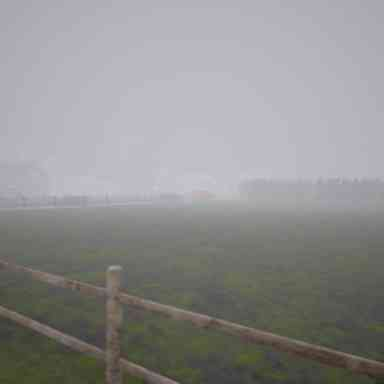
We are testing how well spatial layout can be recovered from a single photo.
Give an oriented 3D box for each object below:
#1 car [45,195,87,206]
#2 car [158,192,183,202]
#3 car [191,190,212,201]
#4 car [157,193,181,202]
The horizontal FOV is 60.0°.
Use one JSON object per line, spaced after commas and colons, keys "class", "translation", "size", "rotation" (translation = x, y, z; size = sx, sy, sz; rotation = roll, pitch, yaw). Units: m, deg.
{"class": "car", "translation": [-16.544, 1.100, 43.905], "size": [2.033, 1.411, 5.357], "rotation": [0, 0, 35]}
{"class": "car", "translation": [-3.566, 0.819, 57.656], "size": [2.097, 1.767, 4.553], "rotation": [0, 0, 35]}
{"class": "car", "translation": [2.003, 0.637, 65.849], "size": [2.150, 2.045, 5.566], "rotation": [0, 0, 35]}
{"class": "car", "translation": [-4.206, 0.927, 61.690], "size": [1.882, 1.535, 5.008], "rotation": [0, 0, 35]}
